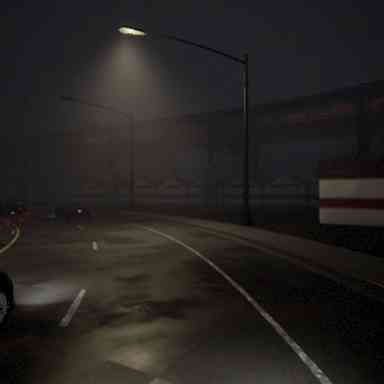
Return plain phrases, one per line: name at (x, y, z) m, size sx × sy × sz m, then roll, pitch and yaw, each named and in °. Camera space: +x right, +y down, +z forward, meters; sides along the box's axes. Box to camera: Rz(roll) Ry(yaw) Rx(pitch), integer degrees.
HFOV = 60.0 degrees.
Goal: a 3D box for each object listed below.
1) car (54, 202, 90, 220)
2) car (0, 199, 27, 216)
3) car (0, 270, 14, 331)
car at (-10.204, 1.503, 28.165) m, size 1.994 × 1.385 × 4.181 m, roll 0°, pitch 0°, yaw -38°
car at (-17.659, 1.562, 31.192) m, size 4.718 × 1.301 × 1.895 m, roll 0°, pitch 0°, yaw 42°
car at (-3.840, 1.507, 3.802) m, size 1.837 × 1.490 × 4.892 m, roll 0°, pitch 0°, yaw -5°
